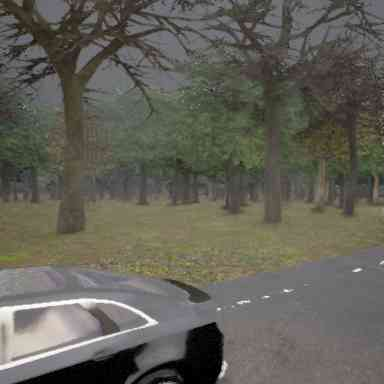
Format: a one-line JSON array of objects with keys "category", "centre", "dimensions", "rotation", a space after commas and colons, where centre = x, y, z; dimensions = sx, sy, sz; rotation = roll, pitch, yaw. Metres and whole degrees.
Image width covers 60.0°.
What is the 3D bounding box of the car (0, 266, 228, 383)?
[{"category": "car", "centre": [-1.932, 1.500, 2.693], "dimensions": [4.902, 1.511, 2.128], "rotation": [0, 0, -36]}]
